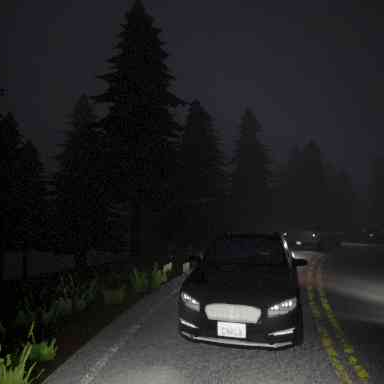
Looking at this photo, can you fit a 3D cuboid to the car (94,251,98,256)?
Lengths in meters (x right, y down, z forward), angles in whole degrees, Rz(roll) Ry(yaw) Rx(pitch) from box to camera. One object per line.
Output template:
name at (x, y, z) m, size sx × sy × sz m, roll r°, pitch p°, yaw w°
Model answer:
car at (-20.219, 13.651, 73.015) m, size 4.181 × 1.381 × 1.994 m, roll -2°, pitch -5°, yaw 31°

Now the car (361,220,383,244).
car at (16.055, 3.248, 26.573) m, size 5.566 × 2.045 × 2.150 m, roll 8°, pitch -8°, yaw -28°

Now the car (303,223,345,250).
car at (6.546, 2.312, 17.768) m, size 1.895 × 1.301 × 4.718 m, roll -3°, pitch -6°, yaw 39°

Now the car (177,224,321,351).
car at (1.139, 1.562, 6.634) m, size 2.128 × 1.511 × 4.902 m, roll -1°, pitch -2°, yaw 15°
